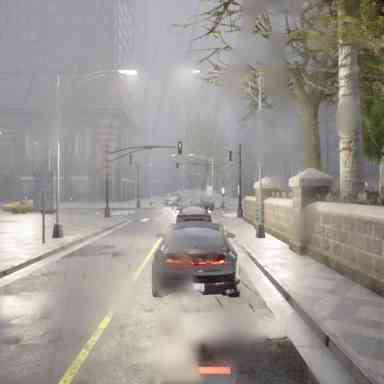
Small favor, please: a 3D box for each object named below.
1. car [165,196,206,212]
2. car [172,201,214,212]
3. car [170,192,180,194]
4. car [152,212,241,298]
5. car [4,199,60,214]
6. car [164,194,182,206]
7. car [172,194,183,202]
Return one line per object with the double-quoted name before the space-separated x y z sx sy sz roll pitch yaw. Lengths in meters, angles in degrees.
"car" 0.108 1.483 33.787 4.902 1.511 2.128 0 -1 -40
"car" 0.095 1.477 18.849 1.882 1.535 5.008 0 0 0
"car" -3.081 1.085 60.947 2.150 2.045 5.566 0 0 1
"car" 0.096 1.505 8.528 1.837 1.490 4.892 0 0 0
"car" -14.941 1.397 31.177 4.829 1.417 1.752 1 -1 0
"car" -3.105 1.423 50.177 2.128 1.511 4.902 0 0 0
"car" -3.021 1.305 72.002 2.128 1.511 4.902 0 0 0
